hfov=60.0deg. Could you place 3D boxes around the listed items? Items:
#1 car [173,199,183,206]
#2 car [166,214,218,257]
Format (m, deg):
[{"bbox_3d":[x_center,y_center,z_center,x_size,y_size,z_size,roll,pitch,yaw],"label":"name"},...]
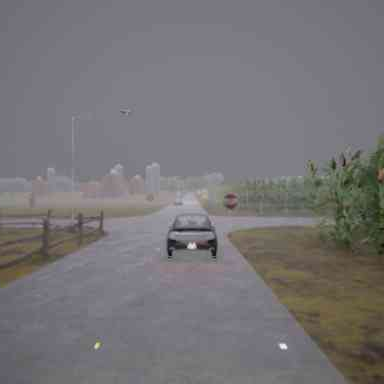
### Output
[{"bbox_3d":[-2.809,2.049,66.773,1.882,1.535,5.008,0,0,0],"label":"car"},{"bbox_3d":[0.013,1.620,13.486,2.128,1.511,4.902,0,0,0],"label":"car"}]
